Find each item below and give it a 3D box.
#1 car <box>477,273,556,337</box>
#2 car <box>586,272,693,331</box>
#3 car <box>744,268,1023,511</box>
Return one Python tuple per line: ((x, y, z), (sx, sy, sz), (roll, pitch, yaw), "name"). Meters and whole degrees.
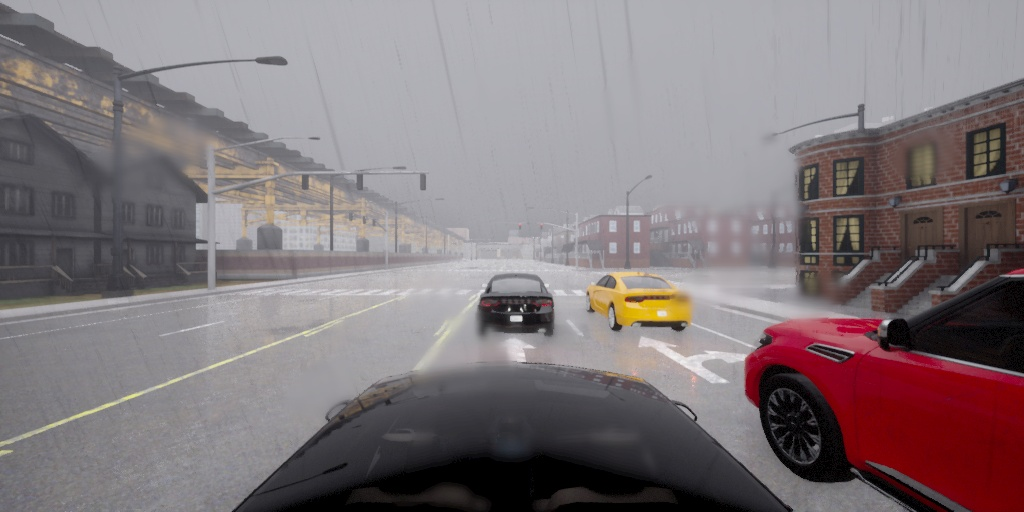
((0.107, 1.226, 10.353), (1.882, 1.535, 5.008), (0, 0, 0), "car")
((3.609, 1.226, 11.055), (1.882, 1.535, 5.008), (0, 0, 0), "car")
((3.598, 0.972, 1.530), (2.150, 2.045, 5.566), (0, 0, 0), "car")
